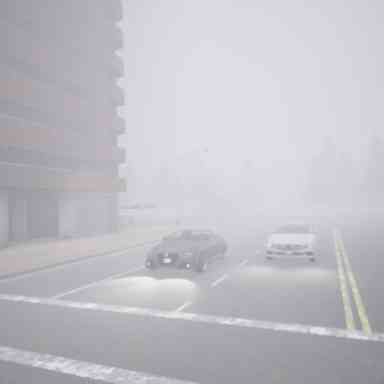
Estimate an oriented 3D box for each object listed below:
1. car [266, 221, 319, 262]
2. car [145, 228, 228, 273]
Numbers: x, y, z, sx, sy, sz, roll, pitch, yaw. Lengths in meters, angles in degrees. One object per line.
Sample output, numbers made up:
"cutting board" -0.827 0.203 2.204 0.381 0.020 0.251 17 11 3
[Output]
"car" 4.398 1.988 14.258 1.812 1.442 4.674 -3 -3 23
"car" -0.044 2.097 12.669 1.994 1.385 4.181 -3 -2 22
